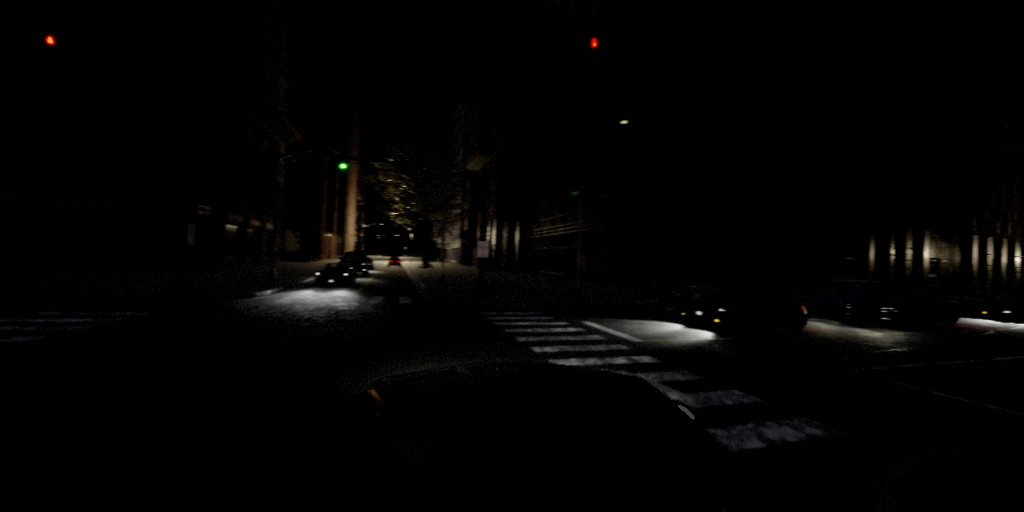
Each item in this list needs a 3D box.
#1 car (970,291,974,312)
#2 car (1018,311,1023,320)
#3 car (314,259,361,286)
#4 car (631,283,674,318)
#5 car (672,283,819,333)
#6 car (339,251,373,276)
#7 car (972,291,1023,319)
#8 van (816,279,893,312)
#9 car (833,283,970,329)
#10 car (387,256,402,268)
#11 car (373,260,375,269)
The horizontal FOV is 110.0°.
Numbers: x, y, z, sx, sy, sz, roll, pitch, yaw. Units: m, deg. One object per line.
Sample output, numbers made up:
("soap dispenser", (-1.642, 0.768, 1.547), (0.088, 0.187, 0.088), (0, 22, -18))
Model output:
("car", (28.238, 2.802, 21.854), (4.507, 1.381, 1.888), (0, 0, -17))
("car", (15.008, 2.109, 8.754), (4.207, 1.307, 1.802), (0, 0, -17))
("car", (-10.830, 1.088, 22.301), (1.895, 1.301, 4.718), (2, 0, -18))
("car", (7.174, 1.814, 15.226), (4.403, 1.370, 2.007), (0, 0, -17))
("car", (8.240, 1.842, 12.770), (4.181, 1.385, 1.994), (3, -1, -17))
("car", (-13.815, 0.635, 31.648), (2.150, 2.045, 5.566), (2, 0, -19))
("car", (26.714, 2.717, 18.575), (4.181, 1.385, 1.994), (3, -1, -17))
("van", (17.705, 2.110, 18.540), (3.998, 1.789, 1.690), (0, 0, -17))
("car", (16.778, 2.167, 15.457), (5.008, 1.535, 1.882), (3, -1, -18))
("car", (-16.829, 0.885, 51.475), (1.812, 1.442, 4.674), (2, 0, -18))
("car", (-16.915, 0.852, 41.327), (1.812, 1.442, 4.674), (2, 0, -18))
